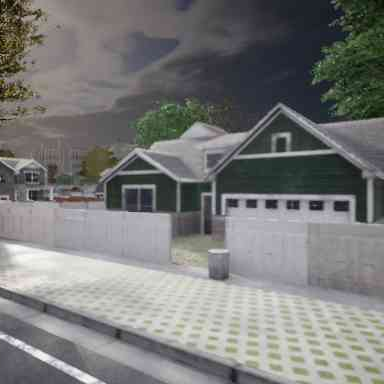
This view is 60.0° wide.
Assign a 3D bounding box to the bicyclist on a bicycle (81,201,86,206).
[{"bbox_3d":[-10.118,1.650,30.927,1.656,1.620,0.582,0,-1,34],"label":"bicyclist on a bicycle"}]
